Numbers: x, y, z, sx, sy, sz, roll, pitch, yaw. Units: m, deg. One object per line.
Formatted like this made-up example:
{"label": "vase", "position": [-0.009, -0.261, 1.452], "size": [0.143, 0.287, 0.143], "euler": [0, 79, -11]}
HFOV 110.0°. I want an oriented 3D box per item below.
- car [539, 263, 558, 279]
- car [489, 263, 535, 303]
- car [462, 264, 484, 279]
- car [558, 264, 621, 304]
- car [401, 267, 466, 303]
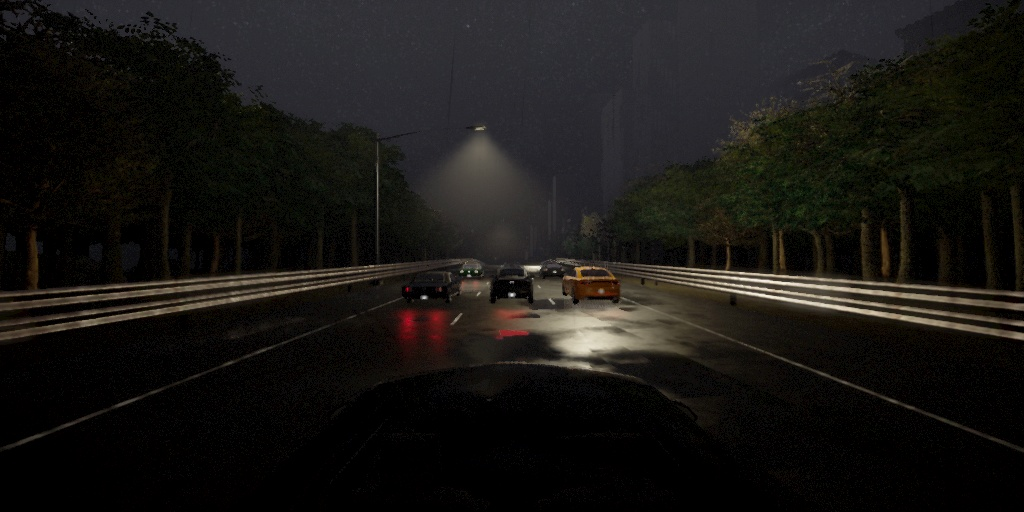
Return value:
{"label": "car", "position": [3.499, 1.276, 31.521], "size": [1.994, 1.385, 4.181], "euler": [0, 0, 0]}
{"label": "car", "position": [-0.001, 1.268, 16.511], "size": [1.837, 1.490, 4.892], "euler": [0, 0, 0]}
{"label": "car", "position": [-3.502, 1.320, 31.552], "size": [1.895, 1.301, 4.718], "euler": [0, 0, 0]}
{"label": "car", "position": [3.499, 1.236, 16.510], "size": [1.882, 1.535, 5.008], "euler": [0, 0, 0]}
{"label": "car", "position": [-3.501, 1.367, 16.541], "size": [1.895, 1.301, 4.718], "euler": [0, 0, 0]}
